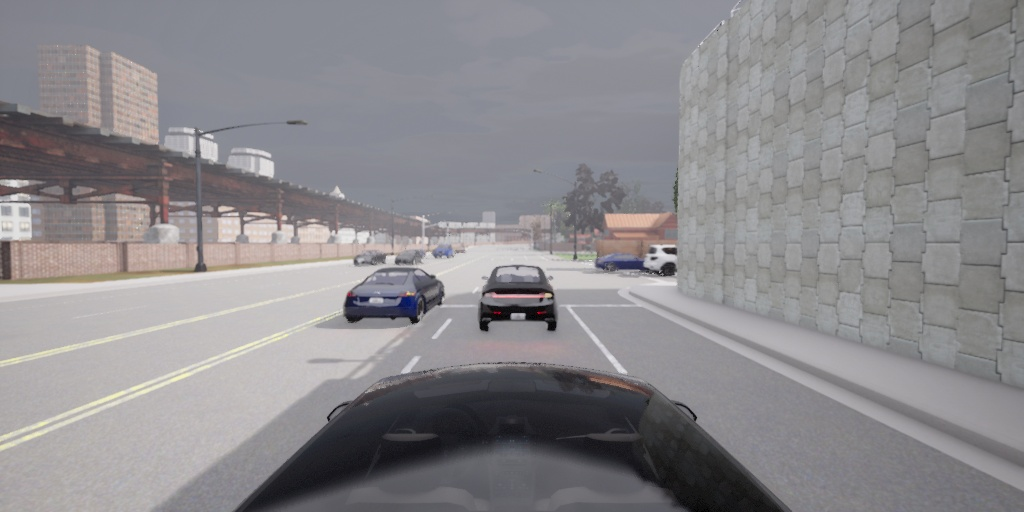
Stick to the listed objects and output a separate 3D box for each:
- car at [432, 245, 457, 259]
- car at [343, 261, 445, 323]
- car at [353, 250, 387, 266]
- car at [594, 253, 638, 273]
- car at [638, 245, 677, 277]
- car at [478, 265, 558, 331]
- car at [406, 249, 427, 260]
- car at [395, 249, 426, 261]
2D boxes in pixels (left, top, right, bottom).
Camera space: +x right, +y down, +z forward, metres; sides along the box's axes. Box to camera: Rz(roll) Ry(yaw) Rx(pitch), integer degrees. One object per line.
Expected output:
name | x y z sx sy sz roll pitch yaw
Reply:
car | -10.145 -0.662 53.569 2.150 2.045 5.566 0 2 1
car | -3.337 1.022 10.881 1.994 1.385 4.181 0 1 1
car | -13.825 0.185 35.136 2.128 1.511 4.902 0 2 1
car | 8.510 0.490 26.864 4.674 1.442 1.812 0 2 0
car | 11.573 0.291 23.554 5.566 2.045 2.150 0 2 5
car | 0.154 0.983 9.917 2.128 1.511 4.902 0 2 1
car | -13.667 -0.299 51.633 1.812 1.442 4.674 0 2 1
car | -10.317 0.167 36.170 1.837 1.490 4.892 0 2 1
